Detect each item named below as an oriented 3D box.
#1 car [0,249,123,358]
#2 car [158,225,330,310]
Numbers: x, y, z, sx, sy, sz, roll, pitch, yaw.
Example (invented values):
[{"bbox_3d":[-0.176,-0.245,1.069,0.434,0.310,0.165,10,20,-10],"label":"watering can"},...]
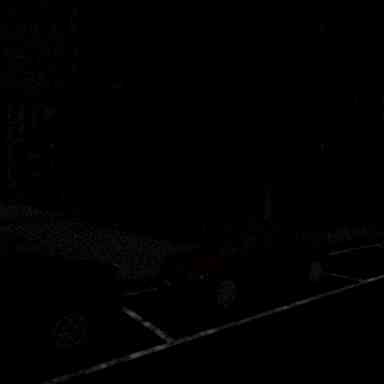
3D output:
[{"bbox_3d":[-3.196,1.546,4.486,4.507,1.381,1.887,-1,0,-35],"label":"car"},{"bbox_3d":[1.362,1.505,7.732,4.507,1.381,1.887,-1,0,-35],"label":"car"}]
